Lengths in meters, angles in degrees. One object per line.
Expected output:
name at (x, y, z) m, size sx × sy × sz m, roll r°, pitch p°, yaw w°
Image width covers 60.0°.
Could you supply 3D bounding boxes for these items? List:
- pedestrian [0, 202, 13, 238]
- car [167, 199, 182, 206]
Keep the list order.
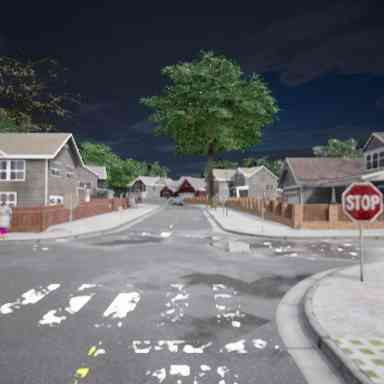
pedestrian at (-9.685, 1.422, 17.149) m, size 0.375 × 1.860 × 0.375 m, roll 0°, pitch -1°, yaw 1°
car at (-3.469, 2.035, 65.211) m, size 1.994 × 1.385 × 4.181 m, roll 1°, pitch -1°, yaw -21°
